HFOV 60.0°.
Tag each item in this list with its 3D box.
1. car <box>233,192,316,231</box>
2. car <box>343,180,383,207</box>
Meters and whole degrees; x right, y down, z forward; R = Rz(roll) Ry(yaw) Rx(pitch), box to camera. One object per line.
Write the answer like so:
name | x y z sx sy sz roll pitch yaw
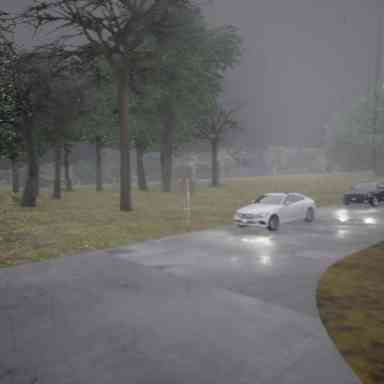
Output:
car | 3.843 0.749 14.995 4.674 1.442 1.812 -5 3 -41
car | 11.781 0.013 22.006 5.008 1.535 1.882 -5 3 -41
